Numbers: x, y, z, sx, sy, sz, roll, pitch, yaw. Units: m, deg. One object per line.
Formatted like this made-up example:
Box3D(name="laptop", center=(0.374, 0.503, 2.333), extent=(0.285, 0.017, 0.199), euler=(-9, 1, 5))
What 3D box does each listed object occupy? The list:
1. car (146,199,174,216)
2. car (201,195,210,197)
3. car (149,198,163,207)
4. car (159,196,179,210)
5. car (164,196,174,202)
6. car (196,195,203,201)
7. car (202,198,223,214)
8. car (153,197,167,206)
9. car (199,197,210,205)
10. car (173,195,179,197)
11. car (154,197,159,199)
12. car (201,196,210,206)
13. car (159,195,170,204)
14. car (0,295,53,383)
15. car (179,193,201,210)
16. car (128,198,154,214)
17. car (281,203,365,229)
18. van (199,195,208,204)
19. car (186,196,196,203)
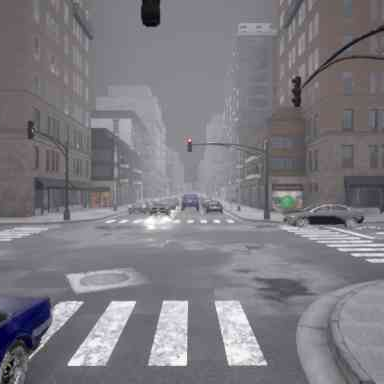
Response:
Box3D(name="car", center=(-3.133, 1.629, 33.495), extent=(1.895, 1.301, 4.718), euler=(0, 0, 0))
Box3D(name="car", center=(2.390, 1.624, 52.650), extent=(1.947, 1.339, 4.313), euler=(0, 0, 0))
Box3D(name="car", center=(-5.634, 1.640, 52.664), extent=(1.802, 1.307, 4.206), euler=(0, 0, 0))
Box3D(name="car", center=(-3.110, 1.606, 43.473), extent=(1.994, 1.385, 4.181), euler=(0, 0, 1))
Box3D(name="car", center=(-5.583, 1.675, 80.218), extent=(2.008, 1.369, 4.403), euler=(0, 0, 0))
Box3D(name="car", center=(2.050, 1.676, 90.086), extent=(1.812, 1.442, 4.674), euler=(0, 0, 0))
Box3D(name="car", center=(2.360, 1.597, 36.116), extent=(1.947, 1.339, 4.313), euler=(0, 0, 0))
Box3D(name="car", center=(-5.624, 1.620, 58.175), extent=(2.008, 1.369, 4.403), euler=(0, 0, 0))
Box3D(name="car", center=(2.411, 1.632, 63.671), extent=(2.008, 1.369, 4.403), euler=(0, 0, 0))
Box3D(name="car", center=(-3.085, 1.623, 53.432), extent=(1.994, 1.385, 4.181), euler=(0, 0, 0))
Box3D(name="car", center=(-5.655, 1.479, 41.643), extent=(1.967, 1.590, 4.097), euler=(0, 0, 0))
Box3D(name="car", center=(2.380, 1.630, 47.139), extent=(1.802, 1.307, 4.206), euler=(0, 0, 0))
Box3D(name="car", center=(-5.604, 1.535, 69.197), extent=(1.967, 1.590, 4.097), euler=(0, 0, 0))
Box3D(name="car", center=(-2.838, 1.601, 2.233), extent=(1.895, 1.301, 4.718), euler=(0, 0, 1))
Box3D(name="car", center=(-0.201, 1.263, 43.206), extent=(2.150, 2.045, 5.566), euler=(0, 0, 1))
Box3D(name="car", center=(-5.665, 1.471, 36.132), extent=(1.967, 1.590, 4.097), euler=(0, 0, 0))
Box3D(name="car", center=(8.041, 1.459, 20.610), extent=(4.902, 1.511, 2.128), euler=(0, 0, 0))
Box3D(name="van", center=(2.421, 1.436, 69.182), extent=(1.690, 1.788, 3.998), euler=(0, 0, 0))
Box3D(name="car", center=(-0.200, 1.660, 73.680), extent=(1.994, 1.385, 4.181), euler=(0, 0, 0))
